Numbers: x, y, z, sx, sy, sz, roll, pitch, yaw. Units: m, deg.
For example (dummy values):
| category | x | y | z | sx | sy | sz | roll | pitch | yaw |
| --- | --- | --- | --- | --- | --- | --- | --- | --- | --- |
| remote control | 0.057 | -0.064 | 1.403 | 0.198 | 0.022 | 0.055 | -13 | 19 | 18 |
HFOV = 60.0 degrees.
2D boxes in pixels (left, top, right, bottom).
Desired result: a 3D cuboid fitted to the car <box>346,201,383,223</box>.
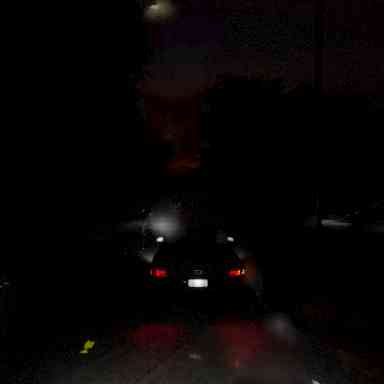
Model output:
| category | x | y | z | sx | sy | sz | roll | pitch | yaw |
| --- | --- | --- | --- | --- | --- | --- | --- | --- | --- |
| car | 13.000 | 1.315 | 22.682 | 4.674 | 1.442 | 1.812 | -1 | 1 | 2 |

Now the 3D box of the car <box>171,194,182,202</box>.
| category | x | y | z | sx | sy | sz | roll | pitch | yaw |
| --- | --- | --- | --- | --- | --- | --- | --- | --- | --- |
| car | -3.145 | 1.246 | 68.106 | 2.128 | 1.511 | 4.902 | 0 | 1 | 0 |

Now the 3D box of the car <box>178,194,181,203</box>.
| category | x | y | z | sx | sy | sz | roll | pitch | yaw |
| --- | --- | --- | --- | --- | --- | --- | --- | --- | --- |
| car | -3.171 | 1.444 | 54.052 | 1.895 | 1.301 | 4.718 | 0 | 0 | 0 |

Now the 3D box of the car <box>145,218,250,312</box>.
| category | x | y | z | sx | sy | sz | roll | pitch | yaw |
| --- | --- | --- | --- | --- | --- | --- | --- | --- | --- |
| car | 0.083 | 1.557 | 7.812 | 1.994 | 1.385 | 4.181 | 0 | 0 | -1 |

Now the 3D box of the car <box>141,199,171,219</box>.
| category | x | y | z | sx | sy | sz | roll | pitch | yaw |
| --- | --- | --- | --- | --- | --- | --- | --- | --- | --- |
| car | -3.161 | 1.544 | 28.326 | 1.895 | 1.301 | 4.718 | 1 | 0 | 0 |

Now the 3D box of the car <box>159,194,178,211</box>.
| category | x | y | z | sx | sy | sz | roll | pitch | yaw |
| --- | --- | --- | --- | --- | --- | --- | --- | --- | --- |
| car | -3.179 | 1.264 | 39.885 | 2.097 | 1.767 | 4.553 | 0 | 0 | 0 |
